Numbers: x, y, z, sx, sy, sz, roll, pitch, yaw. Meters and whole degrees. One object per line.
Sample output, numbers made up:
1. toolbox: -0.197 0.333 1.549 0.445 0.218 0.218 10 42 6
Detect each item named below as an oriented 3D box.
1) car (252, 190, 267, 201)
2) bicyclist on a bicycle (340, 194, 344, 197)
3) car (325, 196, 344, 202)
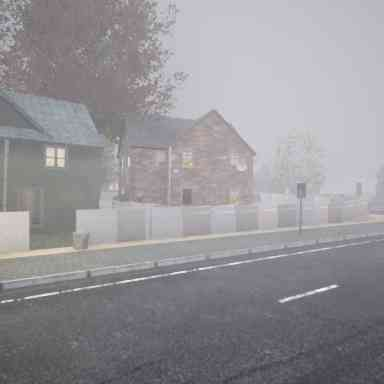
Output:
1. car: 9.822 0.642 52.550 2.150 2.045 5.566 1 1 -20
2. bicyclist on a bicycle: 19.457 1.035 43.118 1.656 1.620 0.582 1 0 -20
3. car: 15.593 1.177 36.546 2.128 1.511 4.902 1 0 -20
